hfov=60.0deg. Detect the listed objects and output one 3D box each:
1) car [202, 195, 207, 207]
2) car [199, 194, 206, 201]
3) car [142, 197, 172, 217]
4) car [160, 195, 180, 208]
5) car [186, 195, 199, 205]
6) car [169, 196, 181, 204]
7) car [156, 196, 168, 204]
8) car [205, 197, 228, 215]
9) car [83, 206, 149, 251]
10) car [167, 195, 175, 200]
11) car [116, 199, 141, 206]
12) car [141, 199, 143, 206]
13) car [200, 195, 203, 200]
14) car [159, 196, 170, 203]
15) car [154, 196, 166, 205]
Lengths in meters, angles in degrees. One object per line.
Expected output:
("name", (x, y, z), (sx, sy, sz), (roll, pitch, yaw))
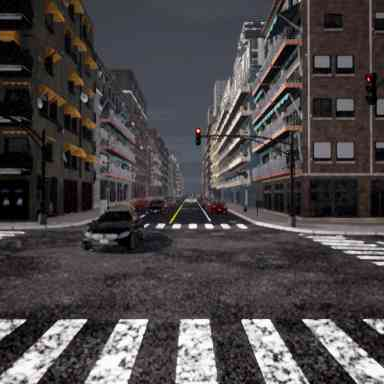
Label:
("car", (2.567, 1.434, 39.103), (1.967, 1.590, 4.097), (1, 0, 0))
("car", (2.724, 1.346, 81.892), (2.097, 1.767, 4.553), (0, 0, 0))
("car", (-3.206, 1.499, 31.377), (1.837, 1.490, 4.892), (0, 0, 0))
("car", (-3.253, 1.346, 47.122), (2.097, 1.767, 4.553), (0, 0, 0))
("car", (-0.201, 1.594, 59.861), (1.895, 1.301, 4.718), (0, 0, 0))
("car", (-3.216, 1.452, 64.001), (2.033, 1.411, 5.357), (0, 0, 0))
("car", (-5.908, 1.544, 66.706), (2.008, 1.369, 4.403), (1, 0, 0))
("car", (2.585, 1.539, 33.579), (1.887, 1.381, 4.507), (1, 0, 0))
("car", (-3.149, 1.522, 14.211), (1.812, 1.442, 4.674), (0, 0, 0))
("car", (-6.001, 1.548, 94.322), (2.008, 1.369, 4.403), (1, 0, 0))
("car", (-5.776, 1.520, 27.872), (1.752, 1.417, 4.829), (1, 0, 0))
("car", (-5.815, 1.538, 39.089), (1.887, 1.381, 4.507), (1, 0, 0))
("car", (2.528, 1.575, 50.150), (1.802, 1.307, 4.206), (1, 0, 0))
("car", (-5.927, 1.539, 72.229), (1.887, 1.381, 4.507), (1, 0, 0))
("car", (-5.889, 1.518, 61.013), (1.752, 1.417, 4.829), (1, 0, 0))
